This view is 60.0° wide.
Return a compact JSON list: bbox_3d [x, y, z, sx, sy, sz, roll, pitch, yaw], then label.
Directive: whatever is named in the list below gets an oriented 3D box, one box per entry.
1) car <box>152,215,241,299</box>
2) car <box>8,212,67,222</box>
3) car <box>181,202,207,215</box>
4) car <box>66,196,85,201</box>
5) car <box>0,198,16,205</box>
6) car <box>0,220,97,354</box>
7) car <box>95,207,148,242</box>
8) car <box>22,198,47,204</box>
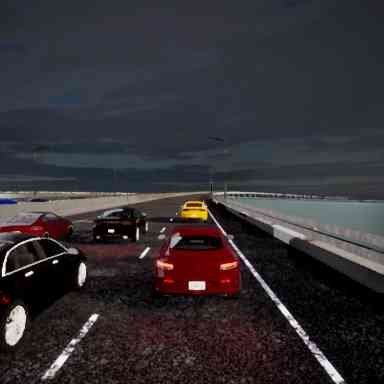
[{"bbox_3d":[0.102,1.527,8.314,1.812,1.442,4.674,0,0,0],"label":"car"},{"bbox_3d":[-6.882,1.566,14.958,1.994,1.385,4.181,0,0,0],"label":"car"},{"bbox_3d":[0.175,1.480,25.890,1.882,1.535,5.008,0,0,0],"label":"car"},{"bbox_3d":[-17.228,1.350,49.368,2.097,1.767,4.553,0,0,1],"label":"car"},{"bbox_3d":[-24.352,1.481,42.070,1.882,1.535,5.008,0,0,1],"label":"car"},{"bbox_3d":[-3.398,1.505,6.094,1.837,1.490,4.892,0,0,0],"label":"car"},{"bbox_3d":[-3.377,1.480,16.396,1.882,1.535,5.008,0,0,0],"label":"car"},{"bbox_3d":[-20.830,1.528,44.133,1.812,1.442,4.674,0,0,1],"label":"car"}]
